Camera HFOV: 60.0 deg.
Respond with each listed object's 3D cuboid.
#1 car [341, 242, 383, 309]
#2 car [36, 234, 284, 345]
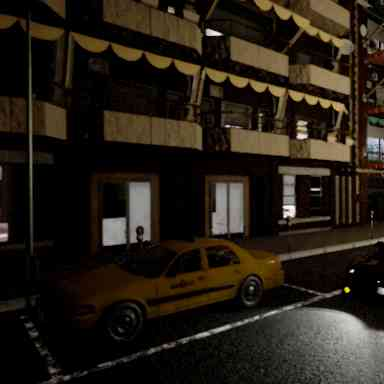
[{"bbox_3d":[4.989,1.555,6.937,4.181,1.385,1.994,0,0,-35],"label":"car"},{"bbox_3d":[-0.292,1.521,6.358,4.829,1.417,1.752,0,0,-35],"label":"car"}]
